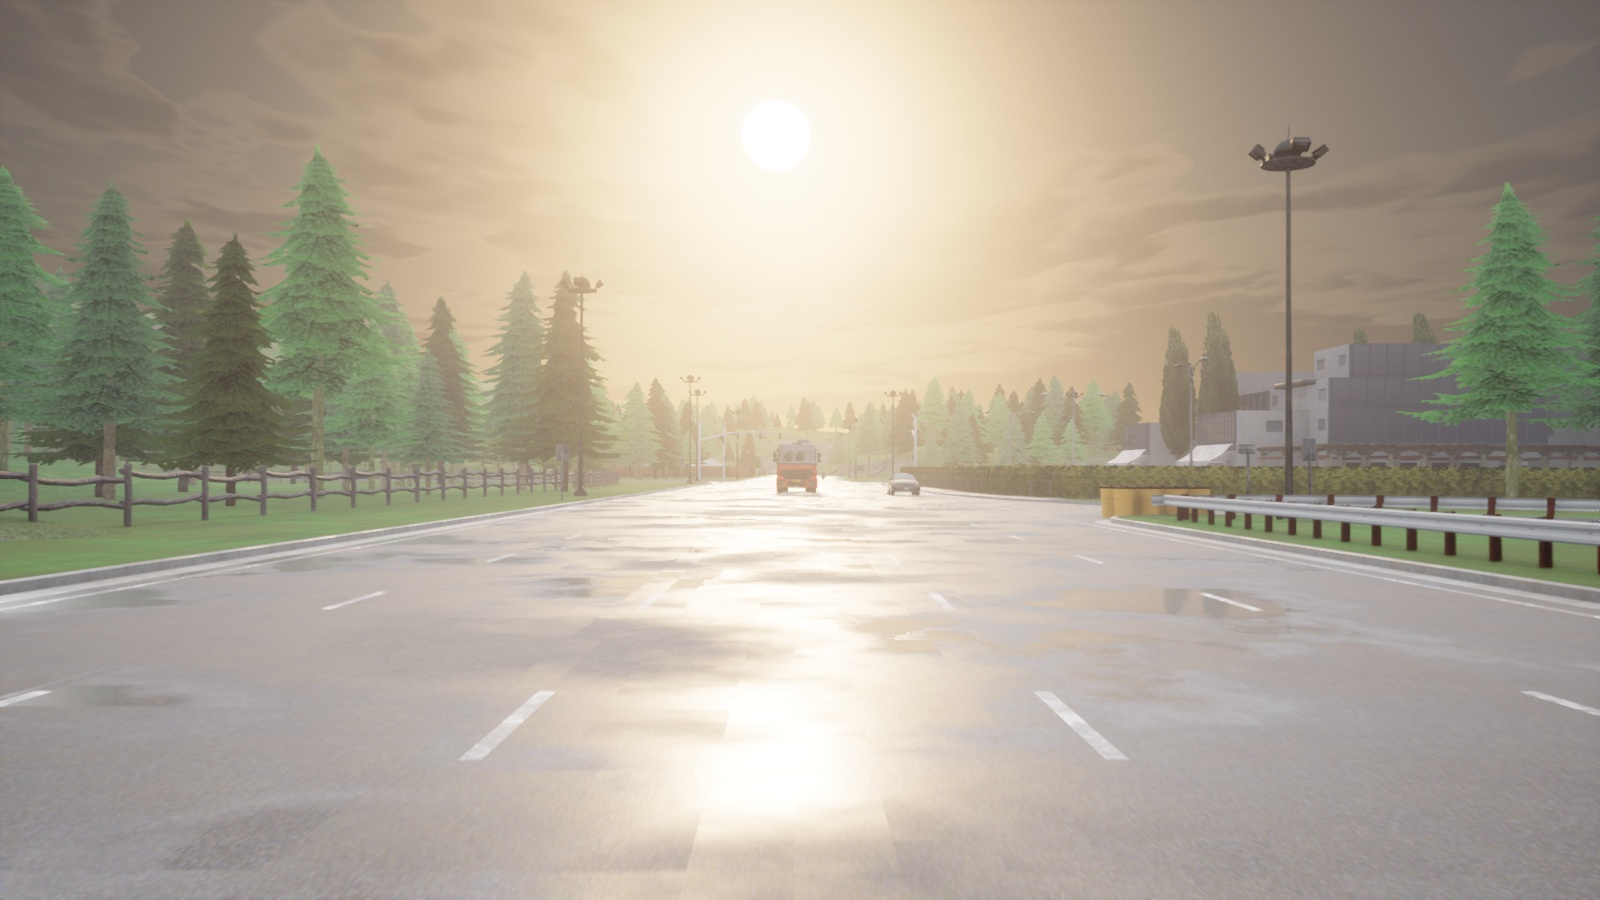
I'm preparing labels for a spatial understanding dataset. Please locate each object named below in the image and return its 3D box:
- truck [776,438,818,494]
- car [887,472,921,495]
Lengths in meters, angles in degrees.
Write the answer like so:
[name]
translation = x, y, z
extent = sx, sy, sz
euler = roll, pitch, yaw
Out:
[truck]
translation = -0.216, 1.170, 90.733
extent = 2.891, 3.827, 8.468
euler = 0, -1, 0
[car]
translation = 6.814, 2.191, 82.328
extent = 1.812, 1.442, 4.674
euler = 0, -1, 0
